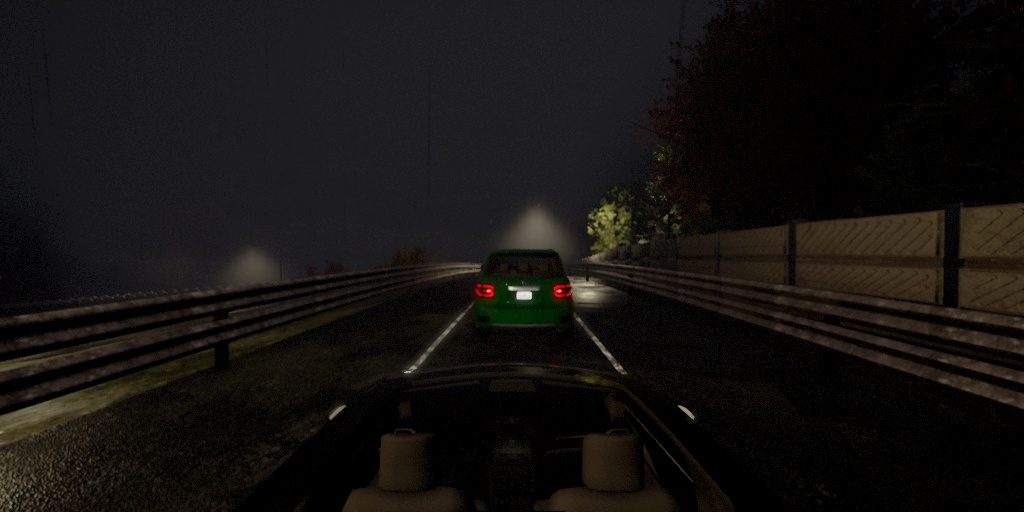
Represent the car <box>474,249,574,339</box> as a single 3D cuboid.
[{"bbox_3d":[0.287,0.830,9.709,2.150,2.045,5.566,0,1,1],"label":"car"}]
